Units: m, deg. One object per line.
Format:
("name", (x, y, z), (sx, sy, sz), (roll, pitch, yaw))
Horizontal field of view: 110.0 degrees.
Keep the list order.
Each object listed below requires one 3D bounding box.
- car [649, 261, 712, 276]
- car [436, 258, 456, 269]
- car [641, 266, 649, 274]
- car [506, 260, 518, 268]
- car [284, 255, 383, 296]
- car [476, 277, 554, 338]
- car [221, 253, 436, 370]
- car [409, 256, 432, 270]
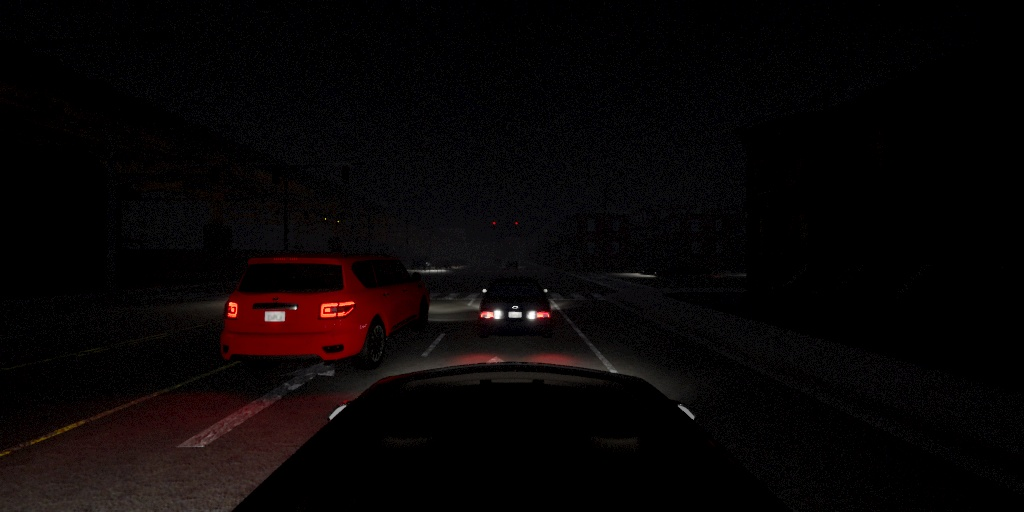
("car", (17.006, 1.297, 35.903), (5.357, 1.411, 2.033), (0, 0, 0))
("car", (-10.563, 1.241, 55.415), (2.128, 1.511, 4.902), (0, 0, 0))
("car", (17.113, 1.297, 39.387), (5.357, 1.411, 2.033), (0, 0, 2))
("car", (0.062, 1.351, 59.034), (1.895, 1.301, 4.718), (0, 0, 1))
("car", (-10.010, 0.971, 20.788), (2.150, 2.045, 5.566), (-1, 0, 11))
("car", (0.085, 1.297, 10.146), (2.033, 1.411, 5.357), (0, 0, 0))
("car", (-3.424, 0.971, 7.893), (2.150, 2.045, 5.566), (0, 0, 0))
("car", (-14.059, 0.971, 55.623), (2.150, 2.045, 5.566), (0, 0, 0))
